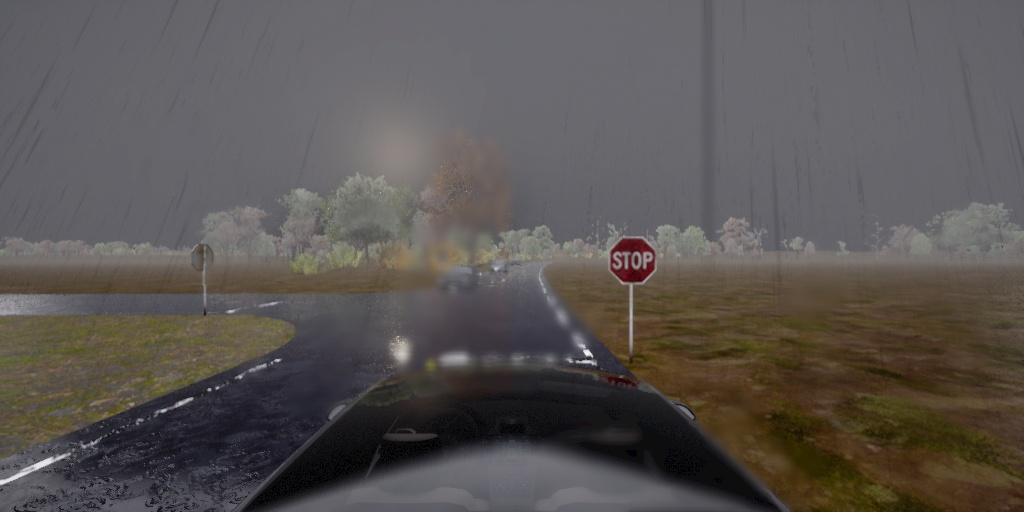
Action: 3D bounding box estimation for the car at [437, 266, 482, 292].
[{"bbox_3d":[-2.925,1.277,21.263,2.033,1.411,5.357,0,0,3],"label":"car"}]

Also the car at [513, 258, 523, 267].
[{"bbox_3d":[0.838,1.033,61.727,2.033,1.411,5.357,0,0,7],"label":"car"}]

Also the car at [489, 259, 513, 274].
[{"bbox_3d":[-1.411,1.176,39.590,2.128,1.511,4.902,0,0,5],"label":"car"}]
